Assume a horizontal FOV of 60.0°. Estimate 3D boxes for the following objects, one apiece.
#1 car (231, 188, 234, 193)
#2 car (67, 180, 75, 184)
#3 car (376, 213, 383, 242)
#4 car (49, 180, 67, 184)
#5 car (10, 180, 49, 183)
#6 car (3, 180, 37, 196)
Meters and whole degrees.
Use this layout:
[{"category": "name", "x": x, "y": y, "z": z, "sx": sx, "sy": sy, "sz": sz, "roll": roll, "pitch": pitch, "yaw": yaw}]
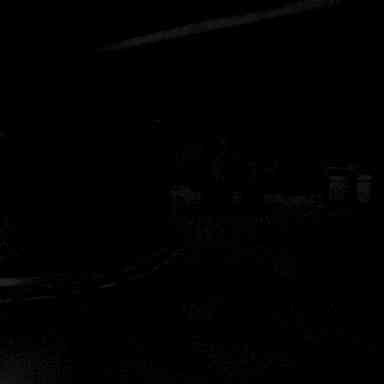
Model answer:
[{"category": "car", "x": 6.316, "y": -0.359, "z": 68.380, "sx": 4.514, "sy": 1.523, "sz": 2.007, "roll": 3, "pitch": 2, "yaw": 35}, {"category": "car", "x": -25.770, "y": -1.440, "z": 68.202, "sx": 4.605, "sy": 1.855, "sz": 1.932, "roll": 3, "pitch": 2, "yaw": 35}, {"category": "car", "x": 9.957, "y": 1.427, "z": 15.387, "sx": 2.242, "sy": 1.667, "sz": 4.611, "roll": 3, "pitch": 2, "yaw": 35}, {"category": "car", "x": -27.104, "y": -1.419, "z": 65.588, "sx": 3.866, "sy": 1.878, "sz": 1.905, "roll": 3, "pitch": 2, "yaw": 35}, {"category": "car", "x": -17.515, "y": -0.283, "z": 35.358, "sx": 3.866, "sy": 1.878, "sz": 1.905, "roll": 3, "pitch": 2, "yaw": 35}, {"category": "car", "x": -22.058, "y": -0.593, "z": 42.568, "sx": 4.605, "sy": 1.855, "sz": 1.932, "roll": 3, "pitch": 2, "yaw": 35}]
